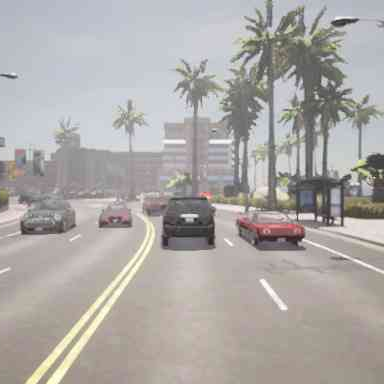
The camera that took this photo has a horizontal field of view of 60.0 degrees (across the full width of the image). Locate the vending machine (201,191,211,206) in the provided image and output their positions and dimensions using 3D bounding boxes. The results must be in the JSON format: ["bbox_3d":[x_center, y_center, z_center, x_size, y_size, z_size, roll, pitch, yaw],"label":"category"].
[{"bbox_3d":[2.037,0.971,47.316,1.100,2.100,0.880,0,0,-27],"label":"vending machine"}]

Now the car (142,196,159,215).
[{"bbox_3d":[-3.487,1.202,31.592,2.097,1.767,4.553,0,0,-17],"label":"car"}]

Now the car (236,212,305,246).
[{"bbox_3d":[3.270,1.530,14.922,1.895,1.301,4.718,0,0,-4],"label":"car"}]

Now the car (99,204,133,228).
[{"bbox_3d":[-4.799,1.462,21.362,1.994,1.385,4.181,0,0,-10],"label":"car"}]

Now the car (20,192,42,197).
[{"bbox_3d":[-26.726,0.947,55.603,5.566,2.045,2.150,0,0,38],"label":"car"}]

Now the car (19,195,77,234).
[{"bbox_3d":[-7.920,1.262,18.713,2.097,1.767,4.553,0,0,-9],"label":"car"}]

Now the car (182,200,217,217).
[{"bbox_3d":[0.566,1.456,30.380,1.895,1.301,4.718,0,0,-15],"label":"car"}]

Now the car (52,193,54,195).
[{"bbox_3d":[-24.455,1.286,58.217,4.181,1.385,1.994,0,0,39],"label":"car"}]

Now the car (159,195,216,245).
[{"bbox_3d":[-0.262,1.148,15.367,2.150,2.045,5.566,0,0,-4],"label":"car"}]
